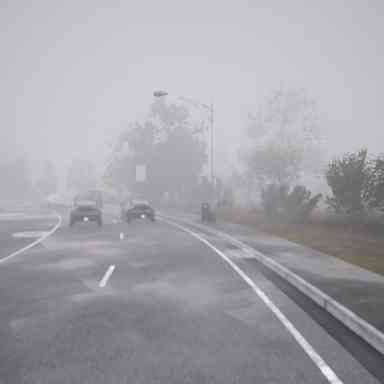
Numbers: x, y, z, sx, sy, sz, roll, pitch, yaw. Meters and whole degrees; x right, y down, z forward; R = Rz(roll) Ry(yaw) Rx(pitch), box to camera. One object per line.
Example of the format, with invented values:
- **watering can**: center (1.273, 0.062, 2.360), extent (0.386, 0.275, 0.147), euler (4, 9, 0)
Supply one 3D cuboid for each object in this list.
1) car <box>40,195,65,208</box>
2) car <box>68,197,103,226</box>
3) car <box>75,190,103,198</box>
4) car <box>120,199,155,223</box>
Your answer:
- **car**: center (-16.436, 1.077, 39.349), extent (1.812, 1.442, 4.674), euler (1, 0, -38)
- **car**: center (-6.858, 1.279, 21.470), extent (1.837, 1.490, 4.892), euler (1, 0, -18)
- **car**: center (-12.519, 0.807, 40.030), extent (2.150, 2.045, 5.566), euler (1, 0, -35)
- **car**: center (-3.908, 1.273, 23.517), extent (1.837, 1.490, 4.892), euler (0, 0, -19)
